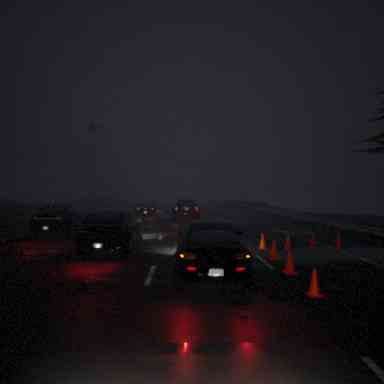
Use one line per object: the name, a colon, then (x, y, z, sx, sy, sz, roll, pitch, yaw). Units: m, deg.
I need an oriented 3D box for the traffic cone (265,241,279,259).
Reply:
traffic cone: (2.781, 1.969, 11.309, 0.340, 0.580, 0.340, 0, 0, 1)

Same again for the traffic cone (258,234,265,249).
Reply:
traffic cone: (2.826, 1.968, 13.309, 0.340, 0.580, 0.340, 0, 0, 1)

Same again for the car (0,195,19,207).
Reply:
car: (-18.649, 1.335, 32.235, 1.882, 1.535, 5.008, 0, 0, -4)

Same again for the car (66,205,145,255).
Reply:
car: (-3.137, 1.477, 13.157, 1.837, 1.490, 4.892, 1, 0, -2)

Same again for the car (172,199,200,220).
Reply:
car: (-0.556, 1.335, 27.540, 2.097, 1.767, 4.553, 0, 0, -4)

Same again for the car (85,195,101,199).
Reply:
car: (-21.790, 1.409, 74.434, 1.895, 1.301, 4.718, 0, 0, -4)

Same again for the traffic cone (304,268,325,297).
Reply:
traffic cone: (2.691, 1.970, 7.310, 0.340, 0.580, 0.340, 0, 0, 1)

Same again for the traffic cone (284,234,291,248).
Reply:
traffic cone: (3.825, 1.975, 13.286, 0.340, 0.580, 0.340, 0, 0, 1)

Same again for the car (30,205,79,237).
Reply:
car: (-6.888, 1.436, 17.716, 2.128, 1.511, 4.902, 0, 0, -3)

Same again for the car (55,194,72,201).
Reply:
car: (-28.941, 1.256, 76.143, 1.837, 1.490, 4.892, 0, 0, -4)

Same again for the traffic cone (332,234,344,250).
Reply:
traffic cone: (5.825, 1.989, 13.241, 0.340, 0.580, 0.340, 0, 0, 1)

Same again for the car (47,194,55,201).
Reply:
car: (-32.631, 1.214, 78.484, 1.882, 1.535, 5.008, 0, 0, -4)

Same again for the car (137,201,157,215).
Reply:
car: (-4.445, 1.555, 32.665, 1.895, 1.301, 4.718, 0, 0, -4)

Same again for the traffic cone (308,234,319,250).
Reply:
traffic cone: (4.825, 1.982, 13.264, 0.340, 0.580, 0.340, 0, 0, 1)

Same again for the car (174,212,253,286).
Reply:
car: (0.477, 1.524, 9.274, 1.812, 1.442, 4.674, 0, 0, -1)

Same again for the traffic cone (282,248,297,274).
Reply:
traffic cone: (2.736, 1.969, 9.310, 0.340, 0.580, 0.340, 0, 0, 1)

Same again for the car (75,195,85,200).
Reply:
car: (-25.450, 1.375, 76.380, 1.895, 1.301, 4.718, 0, 0, -4)
